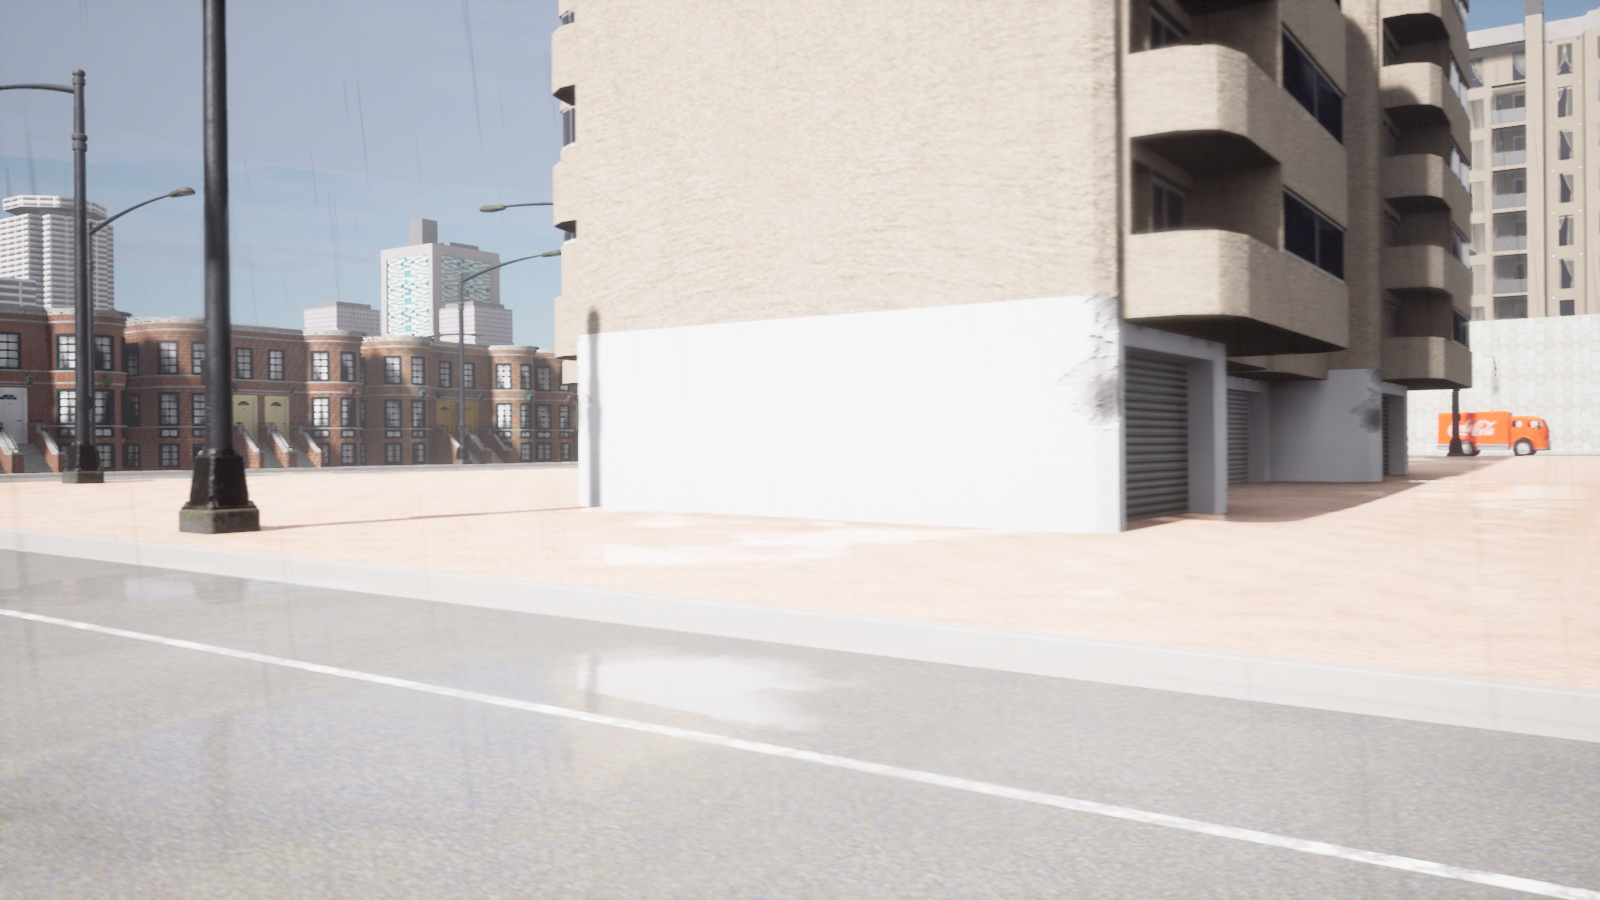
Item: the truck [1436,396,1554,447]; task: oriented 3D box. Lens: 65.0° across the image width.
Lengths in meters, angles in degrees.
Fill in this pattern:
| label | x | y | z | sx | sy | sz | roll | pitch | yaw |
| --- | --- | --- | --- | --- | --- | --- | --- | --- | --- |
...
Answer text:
| label | x | y | z | sx | sy | sz | roll | pitch | yaw |
| --- | --- | --- | --- | --- | --- | --- | --- | --- | --- |
| truck | 36.991 | -1.496 | 66.853 | 5.204 | 2.467 | 2.627 | -2 | 0 | 35 |
